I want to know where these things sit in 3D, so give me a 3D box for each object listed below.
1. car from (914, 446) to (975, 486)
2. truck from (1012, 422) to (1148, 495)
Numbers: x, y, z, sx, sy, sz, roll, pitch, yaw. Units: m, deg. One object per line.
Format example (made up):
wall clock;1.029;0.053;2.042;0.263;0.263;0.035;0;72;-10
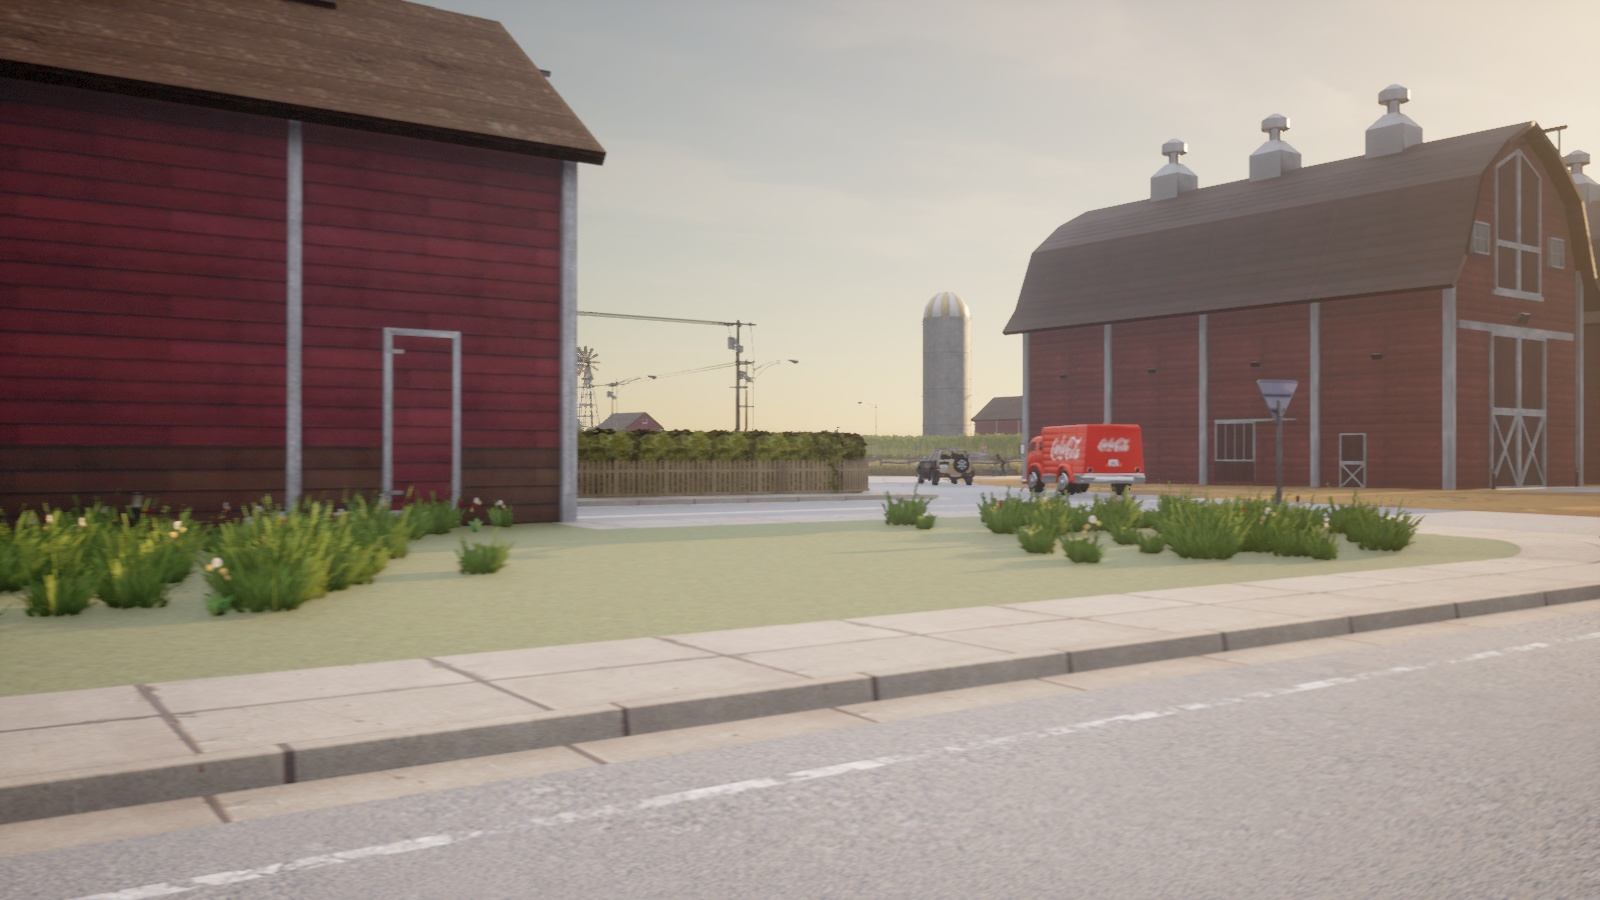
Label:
car;6.940;0.739;60.868;1.932;1.855;4.605;0;0;-7
truck;9.978;0.328;45.276;2.627;2.467;5.204;0;-1;-16
